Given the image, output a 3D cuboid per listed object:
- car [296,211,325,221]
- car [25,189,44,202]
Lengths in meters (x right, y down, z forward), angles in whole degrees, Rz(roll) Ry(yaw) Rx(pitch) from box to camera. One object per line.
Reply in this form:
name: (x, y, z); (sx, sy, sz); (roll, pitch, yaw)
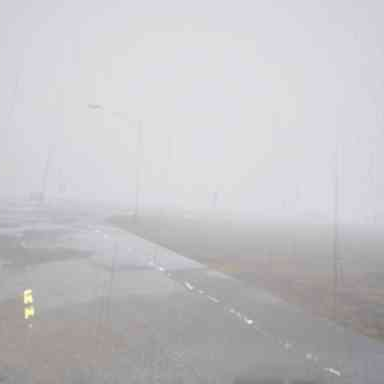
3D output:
car: (18.201, 3.660, 51.039); (4.892, 1.490, 1.837); (4, -2, -27)
car: (-22.052, 0.609, 47.069); (2.128, 1.511, 4.902); (3, 0, -27)
